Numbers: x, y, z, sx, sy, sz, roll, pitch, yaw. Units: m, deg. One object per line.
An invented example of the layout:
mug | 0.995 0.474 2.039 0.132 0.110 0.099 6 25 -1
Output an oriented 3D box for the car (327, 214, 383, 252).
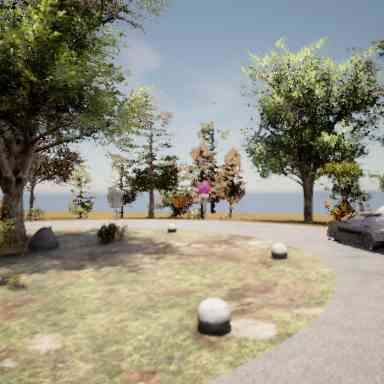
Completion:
car | 7.575 1.609 14.242 1.994 1.385 4.181 0 0 -5
